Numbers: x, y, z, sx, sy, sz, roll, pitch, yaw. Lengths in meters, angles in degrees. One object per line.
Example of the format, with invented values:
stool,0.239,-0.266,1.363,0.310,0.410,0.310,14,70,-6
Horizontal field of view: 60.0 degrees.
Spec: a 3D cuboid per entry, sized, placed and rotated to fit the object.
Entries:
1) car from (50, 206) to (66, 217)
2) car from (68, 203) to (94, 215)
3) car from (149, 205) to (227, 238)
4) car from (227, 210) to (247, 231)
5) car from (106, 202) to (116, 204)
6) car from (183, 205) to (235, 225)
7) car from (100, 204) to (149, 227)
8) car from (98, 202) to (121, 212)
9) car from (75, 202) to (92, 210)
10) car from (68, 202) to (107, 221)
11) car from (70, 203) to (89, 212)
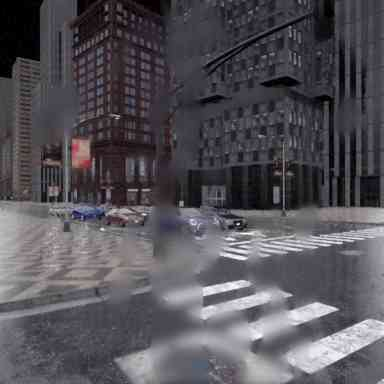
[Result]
car,-16.680,2.416,42.432,1.895,1.301,4.718,0,-1,-35
car,-15.573,2.352,46.492,2.128,1.511,4.902,0,-1,-35
car,-0.361,1.636,19.612,2.097,1.767,4.553,0,-1,-35
car,1.712,1.861,22.331,1.994,1.385,4.181,0,-1,-36
car,-9.534,2.153,38.000,2.128,1.511,4.902,0,-1,-36
car,1.331,1.900,28.776,1.837,1.490,4.892,0,-1,-36
car,-5.514,1.975,26.825,1.812,1.442,4.674,0,-1,-36
car,-13.844,2.448,55.475,1.882,1.535,5.008,0,-2,-36
car,-21.714,2.751,66.434,1.812,1.442,4.674,0,-1,-36
car,-10.910,2.103,34.342,1.882,1.535,5.008,0,-1,-36
car,-19.645,2.679,57.982,1.895,1.301,4.718,0,-1,-36
